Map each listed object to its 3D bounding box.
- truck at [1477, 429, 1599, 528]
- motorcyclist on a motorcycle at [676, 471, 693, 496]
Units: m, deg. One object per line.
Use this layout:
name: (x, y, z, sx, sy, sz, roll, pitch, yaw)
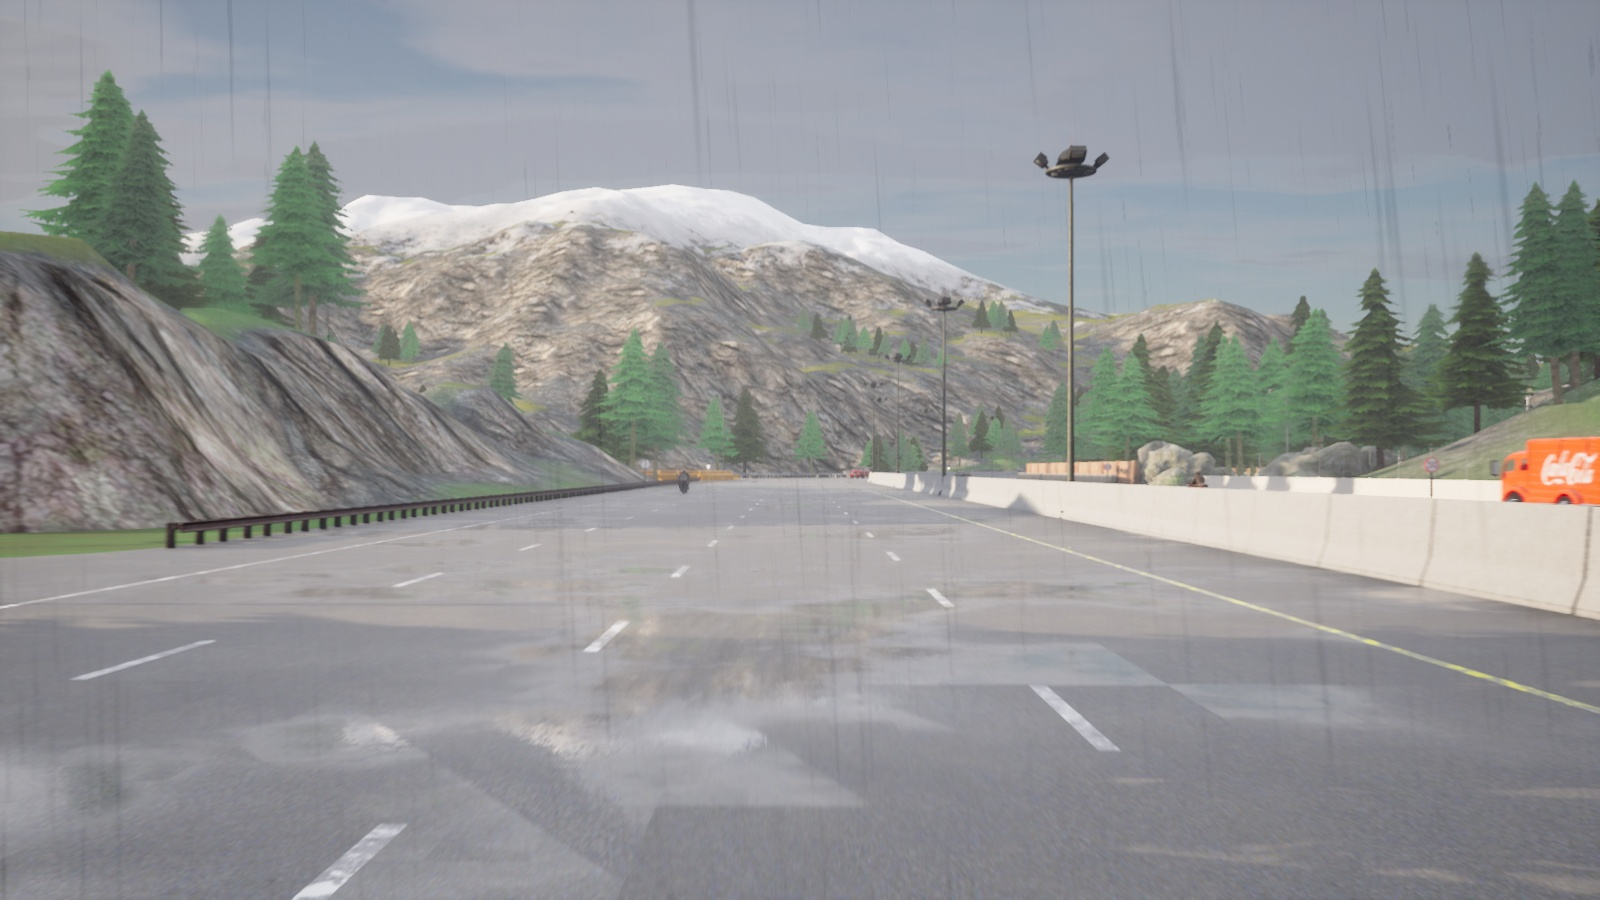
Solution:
truck: (20.917, 0.760, 33.739, 2.627, 2.467, 5.204, 0, -1, 0)
motorcyclist on a motorcycle: (-7.187, 2.087, 78.002, 0.866, 1.530, 2.191, 0, -1, 0)
